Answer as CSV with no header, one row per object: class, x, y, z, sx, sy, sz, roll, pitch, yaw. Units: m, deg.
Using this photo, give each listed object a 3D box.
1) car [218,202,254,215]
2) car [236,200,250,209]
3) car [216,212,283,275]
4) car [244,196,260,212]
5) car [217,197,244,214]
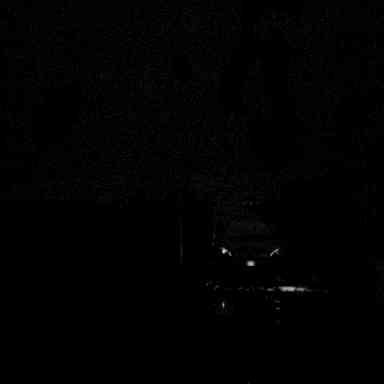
car,2.808,1.677,22.042,1.837,1.490,4.892,0,-1,5
car,8.395,2.059,54.839,1.895,1.301,4.718,0,-1,5
car,1.817,1.604,10.952,1.812,1.442,4.674,0,-1,7
car,7.470,1.574,43.300,2.150,2.045,5.566,0,-1,5
car,3.779,1.499,34.136,2.150,2.045,5.566,0,-1,4
